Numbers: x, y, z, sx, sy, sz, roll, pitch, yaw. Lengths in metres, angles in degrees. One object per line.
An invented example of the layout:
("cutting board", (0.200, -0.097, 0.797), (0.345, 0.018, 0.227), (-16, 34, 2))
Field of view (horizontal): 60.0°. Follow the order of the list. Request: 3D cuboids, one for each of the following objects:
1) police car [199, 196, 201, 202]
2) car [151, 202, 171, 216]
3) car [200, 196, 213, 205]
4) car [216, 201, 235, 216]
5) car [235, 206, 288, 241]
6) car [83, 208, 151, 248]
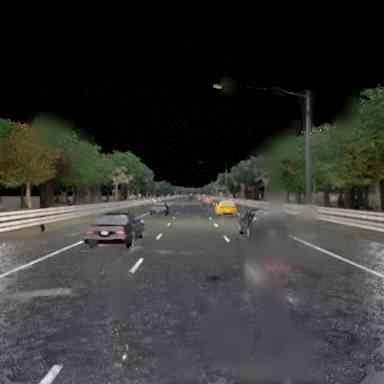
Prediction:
("police car", (3.422, 2.087, 84.690), (1.930, 1.638, 5.238), (0, 0, 0))
("car", (-3.390, 1.766, 35.823), (2.128, 1.511, 4.902), (0, 0, 0))
("car", (3.493, 1.924, 73.552), (2.097, 1.767, 4.553), (0, 0, 0))
("car", (3.610, 1.752, 35.818), (1.882, 1.535, 5.008), (0, 0, 0))
("car", (3.606, 1.637, 17.379), (1.837, 1.490, 4.892), (0, 0, 0))
("car", (-3.393, 1.665, 15.447), (2.033, 1.411, 5.357), (0, 0, 0))
